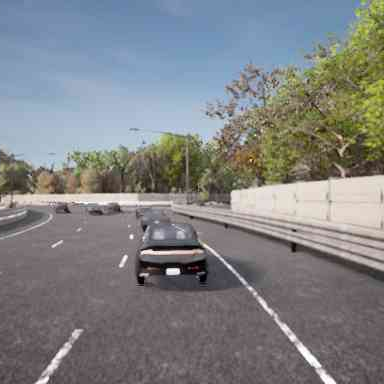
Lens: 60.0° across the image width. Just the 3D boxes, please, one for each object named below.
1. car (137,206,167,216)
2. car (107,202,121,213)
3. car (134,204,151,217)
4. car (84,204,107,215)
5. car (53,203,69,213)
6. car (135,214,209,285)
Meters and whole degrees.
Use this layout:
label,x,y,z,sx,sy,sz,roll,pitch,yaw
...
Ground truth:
label,x,y,z,sx,sy,sz,roll,pitch,yaw
car,-2.729,1.967,24.059,1.994,1.385,4.181,0,-1,-11
car,-12.136,2.361,50.545,1.837,1.490,4.892,1,-1,-26
car,-5.208,2.104,36.421,2.128,1.511,4.902,0,-1,-11
car,-13.513,2.319,45.469,2.033,1.411,5.357,0,-1,-24
car,-19.703,2.356,49.950,1.837,1.490,4.892,1,-1,-28
car,-0.651,1.657,10.079,2.128,1.511,4.902,0,-1,-5
